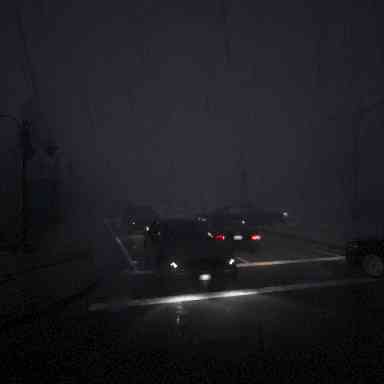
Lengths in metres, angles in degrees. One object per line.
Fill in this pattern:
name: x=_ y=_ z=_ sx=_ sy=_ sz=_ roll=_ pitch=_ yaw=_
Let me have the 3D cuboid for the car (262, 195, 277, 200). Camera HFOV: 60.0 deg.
car: x=10.314 y=1.276 z=47.135 sx=2.152 sy=1.636 sz=5.027 roll=0 pitch=0 yaw=-17

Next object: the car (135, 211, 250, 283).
car: x=-0.370 y=1.542 z=10.122 sx=2.033 sy=1.411 sz=5.357 roll=0 pitch=0 yaw=-15

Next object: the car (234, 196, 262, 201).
car: x=7.327 y=1.287 z=46.177 sx=2.007 sy=1.523 sz=4.514 roll=0 pitch=0 yaw=-17

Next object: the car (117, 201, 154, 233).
car: x=-3.111 y=1.529 z=19.954 sx=2.033 sy=1.411 sz=5.357 roll=0 pitch=0 yaw=-17

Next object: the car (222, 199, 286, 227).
car: x=2.840 y=1.466 z=19.906 sx=5.357 sy=1.411 sz=2.033 roll=-3 pitch=1 yaw=-15

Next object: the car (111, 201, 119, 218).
car: x=-6.280 y=1.515 z=30.103 sx=2.033 sy=1.411 sz=5.357 roll=0 pitch=0 yaw=-17

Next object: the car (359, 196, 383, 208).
car: x=23.875 y=1.272 z=43.219 sx=1.845 sy=1.501 sz=3.633 roll=0 pitch=0 yaw=-17

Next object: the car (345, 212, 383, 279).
car: x=6.534 y=1.475 z=8.257 sx=5.008 sy=1.535 sz=1.882 roll=0 pitch=0 yaw=39

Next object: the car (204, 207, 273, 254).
car: x=1.348 y=1.538 z=13.403 sx=2.033 sy=1.411 sz=5.357 roll=0 pitch=0 yaw=-4

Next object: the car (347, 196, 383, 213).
car: x=15.578 y=1.355 z=29.226 sx=1.970 sy=1.475 sz=3.806 roll=0 pitch=0 yaw=-17
